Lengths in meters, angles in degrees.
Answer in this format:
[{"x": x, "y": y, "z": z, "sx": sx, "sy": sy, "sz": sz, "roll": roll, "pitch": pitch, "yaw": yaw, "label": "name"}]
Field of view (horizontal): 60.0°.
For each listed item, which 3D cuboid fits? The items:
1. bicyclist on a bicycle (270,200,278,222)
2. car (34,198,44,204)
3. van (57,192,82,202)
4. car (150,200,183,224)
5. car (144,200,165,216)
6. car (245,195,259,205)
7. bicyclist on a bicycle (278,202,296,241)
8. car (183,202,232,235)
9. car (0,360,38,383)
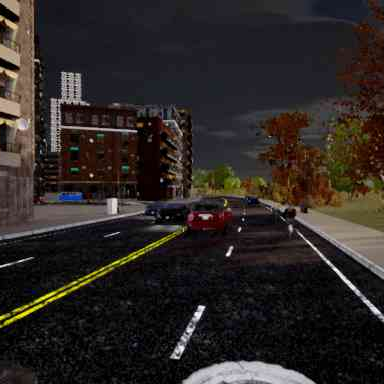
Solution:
[{"x": 6.417, "y": 1.429, "z": 25.301, "sx": 0.866, "sy": 1.612, "sz": 1.509, "roll": 0, "pitch": 0, "yaw": 10, "label": "bicyclist on a bicycle"}, {"x": -23.195, "y": 1.111, "z": 47.091, "sx": 4.206, "sy": 1.307, "sz": 1.802, "roll": 1, "pitch": -1, "yaw": -21, "label": "car"}, {"x": -20.780, "y": 0.888, "z": 56.959, "sx": 3.998, "sy": 1.788, "sz": 1.690, "roll": 1, "pitch": -1, "yaw": -21, "label": "van"}, {"x": -1.331, "y": 1.561, "z": 24.734, "sx": 1.994, "sy": 1.385, "sz": 4.181, "roll": 0, "pitch": 0, "yaw": 10, "label": "car"}, {"x": -3.120, "y": 1.542, "z": 33.192, "sx": 2.033, "sy": 1.411, "sz": 5.357, "roll": 0, "pitch": 0, "yaw": 10, "label": "car"}, {"x": 10.610, "y": 1.535, "z": 57.780, "sx": 1.994, "sy": 1.385, "sz": 4.181, "roll": 0, "pitch": 0, "yaw": 9, "label": "car"}, {"x": 4.573, "y": 1.367, "z": 15.595, "sx": 0.659, "sy": 1.776, "sz": 1.843, "roll": 0, "pitch": 0, "yaw": 11, "label": "bicyclist on a bicycle"}, {"x": 1.112, "y": 1.349, "z": 19.051, "sx": 2.097, "sy": 1.767, "sz": 4.553, "roll": 0, "pitch": 0, "yaw": 11, "label": "car"}, {"x": -2.650, "y": 1.547, "z": 0.558, "sx": 2.033, "sy": 1.411, "sz": 5.357, "roll": 0, "pitch": 0, "yaw": 12, "label": "car"}]
